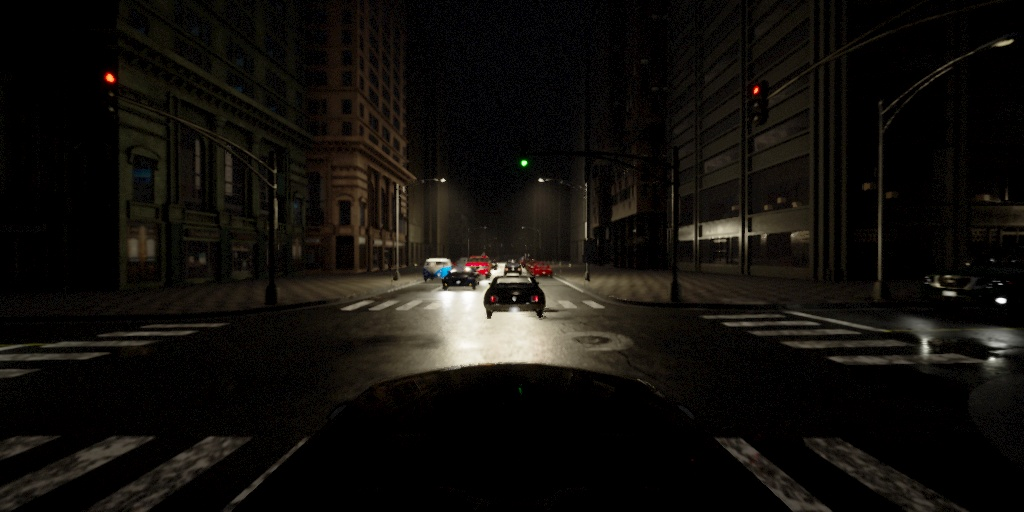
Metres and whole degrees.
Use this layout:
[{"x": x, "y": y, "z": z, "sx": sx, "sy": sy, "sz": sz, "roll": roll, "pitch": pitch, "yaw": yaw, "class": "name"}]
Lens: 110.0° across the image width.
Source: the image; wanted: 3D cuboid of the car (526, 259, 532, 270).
[{"x": 2.771, "y": 1.324, "z": 39.067, "sx": 1.888, "sy": 1.381, "sz": 4.507, "roll": 0, "pitch": 0, "yaw": 0, "class": "car"}]

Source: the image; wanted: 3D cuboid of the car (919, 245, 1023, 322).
[{"x": 15.332, "y": 0.685, "z": 10.304, "sx": 5.566, "sy": 2.045, "sz": 2.150, "roll": -1, "pitch": 0, "yaw": 0, "class": "car"}]

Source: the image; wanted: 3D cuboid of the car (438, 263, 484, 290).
[{"x": -3.094, "y": 1.327, "z": 22.643, "sx": 1.994, "sy": 1.385, "sz": 4.181, "roll": 0, "pitch": 0, "yaw": 0, "class": "car"}]

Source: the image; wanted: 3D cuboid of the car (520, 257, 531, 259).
[{"x": 2.762, "y": 1.351, "z": 61.169, "sx": 1.888, "sy": 1.381, "sz": 4.507, "roll": 0, "pitch": 0, "yaw": 0, "class": "car"}]

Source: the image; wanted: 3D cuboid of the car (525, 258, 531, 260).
[{"x": 2.769, "y": 1.331, "z": 44.593, "sx": 1.888, "sy": 1.381, "sz": 4.507, "roll": 0, "pitch": 0, "yaw": 0, "class": "car"}]

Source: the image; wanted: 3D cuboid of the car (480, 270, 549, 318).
[{"x": 0.075, "y": 1.332, "z": 12.906, "sx": 1.895, "sy": 1.301, "sz": 4.718, "roll": -1, "pitch": -1, "yaw": 0, "class": "car"}]

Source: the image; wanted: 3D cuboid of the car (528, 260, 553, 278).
[{"x": 2.773, "y": 1.318, "z": 33.542, "sx": 1.888, "sy": 1.381, "sz": 4.507, "roll": 0, "pitch": 0, "yaw": 0, "class": "car"}]

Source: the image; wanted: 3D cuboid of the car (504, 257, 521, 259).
[{"x": 0.061, "y": 1.298, "z": 61.686, "sx": 2.128, "sy": 1.511, "sz": 4.902, "roll": 0, "pitch": 0, "yaw": 0, "class": "car"}]

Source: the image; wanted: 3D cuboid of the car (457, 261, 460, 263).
[{"x": -5.782, "y": 1.318, "z": 33.559, "sx": 1.888, "sy": 1.381, "sz": 4.507, "roll": 0, "pitch": 0, "yaw": 0, "class": "car"}]

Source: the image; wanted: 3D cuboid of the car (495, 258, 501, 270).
[{"x": -3.054, "y": 1.341, "z": 50.947, "sx": 2.033, "sy": 1.411, "sz": 5.357, "roll": 0, "pitch": 0, "yaw": 1, "class": "car"}]

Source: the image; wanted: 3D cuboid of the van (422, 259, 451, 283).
[{"x": -5.782, "y": 1.109, "z": 28.034, "sx": 1.690, "sy": 1.789, "sz": 3.998, "roll": 0, "pitch": 0, "yaw": 0, "class": "van"}]

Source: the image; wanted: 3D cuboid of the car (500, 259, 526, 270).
[{"x": 0.093, "y": 1.324, "z": 37.031, "sx": 2.033, "sy": 1.411, "sz": 5.357, "roll": 0, "pitch": 0, "yaw": 0, "class": "car"}]

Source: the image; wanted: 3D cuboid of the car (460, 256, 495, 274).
[{"x": -3.093, "y": 0.996, "z": 33.240, "sx": 2.150, "sy": 2.045, "sz": 5.566, "roll": 0, "pitch": 0, "yaw": 0, "class": "car"}]
